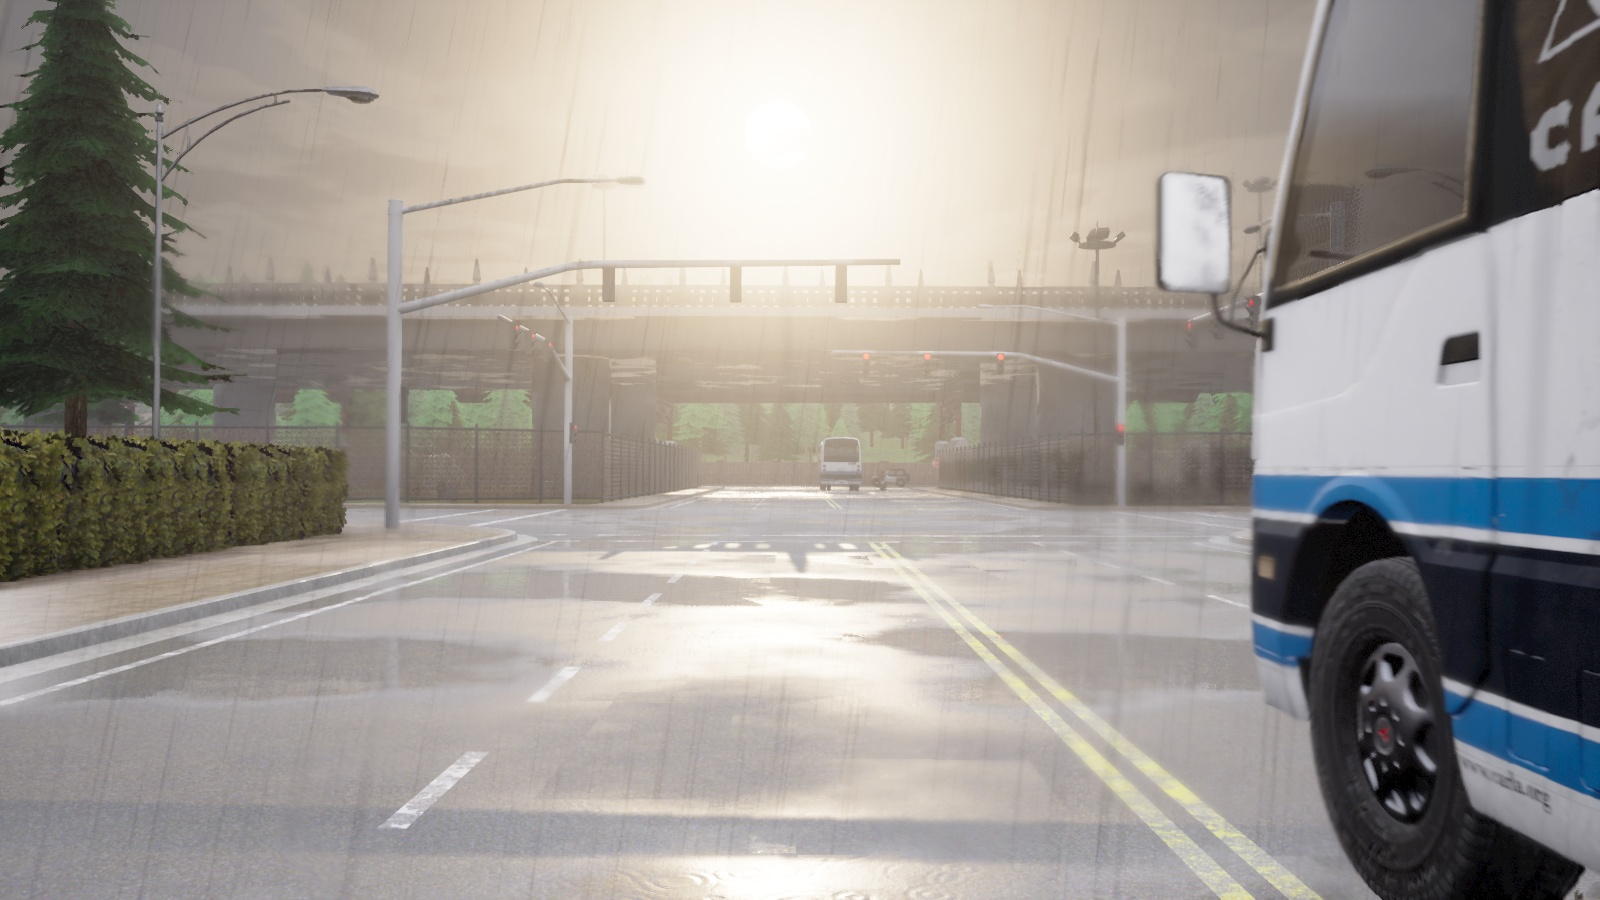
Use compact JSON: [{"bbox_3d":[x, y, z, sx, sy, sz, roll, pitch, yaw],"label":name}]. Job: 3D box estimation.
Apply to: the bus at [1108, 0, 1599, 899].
[{"bbox_3d":[3.535,-0.550,1.562,3.944,4.253,10.273,0,-1,1],"label":"bus"}]
